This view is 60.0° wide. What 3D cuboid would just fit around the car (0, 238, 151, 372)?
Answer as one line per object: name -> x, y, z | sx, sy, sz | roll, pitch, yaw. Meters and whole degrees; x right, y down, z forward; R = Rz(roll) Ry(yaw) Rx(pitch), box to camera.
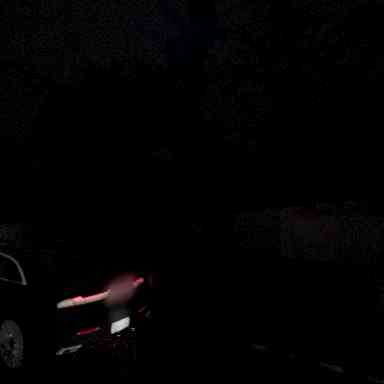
car -> -2.935, 1.565, 5.776 | 4.902, 1.511, 2.128 | -1, 0, 35
